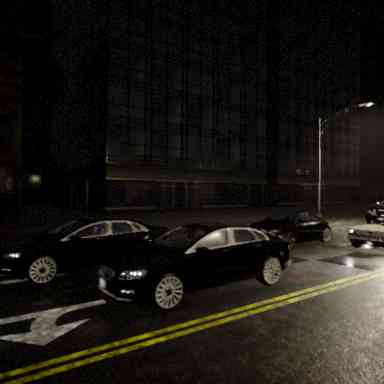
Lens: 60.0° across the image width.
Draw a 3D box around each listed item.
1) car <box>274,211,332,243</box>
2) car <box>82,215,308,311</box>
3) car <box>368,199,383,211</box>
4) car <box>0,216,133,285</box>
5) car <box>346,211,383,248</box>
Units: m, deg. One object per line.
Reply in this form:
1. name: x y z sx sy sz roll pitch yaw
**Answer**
1. car: 4.343 1.568 14.754 4.181 1.385 1.994 0 0 -35
2. car: 0.264 1.492 7.856 4.902 1.511 2.128 0 0 -35
3. car: 13.368 1.232 21.181 5.566 2.045 2.150 0 0 -36
4. car: -2.901 1.491 9.594 4.902 1.511 2.128 0 0 -35
5. car: 8.395 1.606 13.650 4.718 1.301 1.895 0 0 -35
